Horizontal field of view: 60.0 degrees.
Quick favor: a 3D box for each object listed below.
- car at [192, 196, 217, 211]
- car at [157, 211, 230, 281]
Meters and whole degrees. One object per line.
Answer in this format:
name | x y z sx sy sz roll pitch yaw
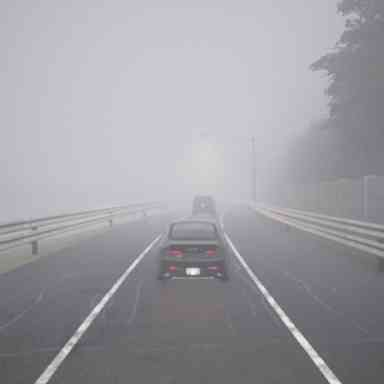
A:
car | 1.267 1.370 32.699 2.150 2.045 5.566 0 0 6
car | 0.044 1.554 9.992 1.837 1.490 4.892 0 0 0
